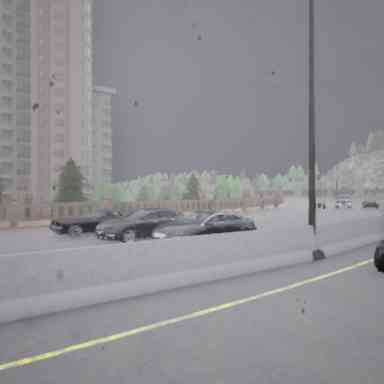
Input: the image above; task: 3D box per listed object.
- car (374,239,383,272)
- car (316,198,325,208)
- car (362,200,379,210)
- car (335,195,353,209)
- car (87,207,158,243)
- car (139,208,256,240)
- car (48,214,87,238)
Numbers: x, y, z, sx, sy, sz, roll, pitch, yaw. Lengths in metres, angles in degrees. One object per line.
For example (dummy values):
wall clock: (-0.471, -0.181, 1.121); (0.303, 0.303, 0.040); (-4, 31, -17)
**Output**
car: (7.008, 1.577, 9.696); (4.181, 1.385, 1.994); (0, 0, -41)
car: (19.403, 1.684, 51.130); (1.882, 1.535, 5.008); (0, 0, 22)
car: (25.459, 1.781, 47.390); (1.895, 1.301, 4.718); (0, 0, 24)
car: (22.770, 1.418, 50.017); (2.150, 2.045, 5.566); (0, 0, 23)
car: (-2.143, 1.530, 15.885); (4.892, 1.490, 1.837); (0, 0, -40)
car: (0.608, 1.512, 13.635); (4.902, 1.511, 2.128); (0, 0, -41)
car: (-5.095, 1.629, 17.921); (4.718, 1.301, 1.895); (0, 0, -40)
